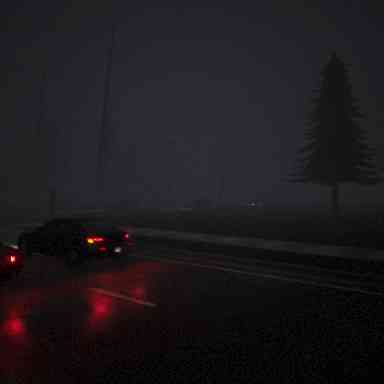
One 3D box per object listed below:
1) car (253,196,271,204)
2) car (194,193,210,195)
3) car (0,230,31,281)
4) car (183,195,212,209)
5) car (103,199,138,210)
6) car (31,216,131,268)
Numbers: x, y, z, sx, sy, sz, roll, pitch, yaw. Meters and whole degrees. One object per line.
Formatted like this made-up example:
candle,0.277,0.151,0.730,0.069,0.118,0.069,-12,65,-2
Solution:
car,13.157,1.564,62.031,1.812,1.442,4.674,0,0,37
car,1.359,1.255,58.059,2.150,2.045,5.566,0,0,37
car,-6.403,1.607,8.648,4.718,1.301,1.895,0,0,36
car,0.753,1.551,45.582,1.812,1.442,4.674,0,0,37
car,-9.398,1.627,43.723,1.895,1.301,4.718,0,0,37
car,-4.058,1.533,11.268,4.674,1.442,1.812,0,0,36
